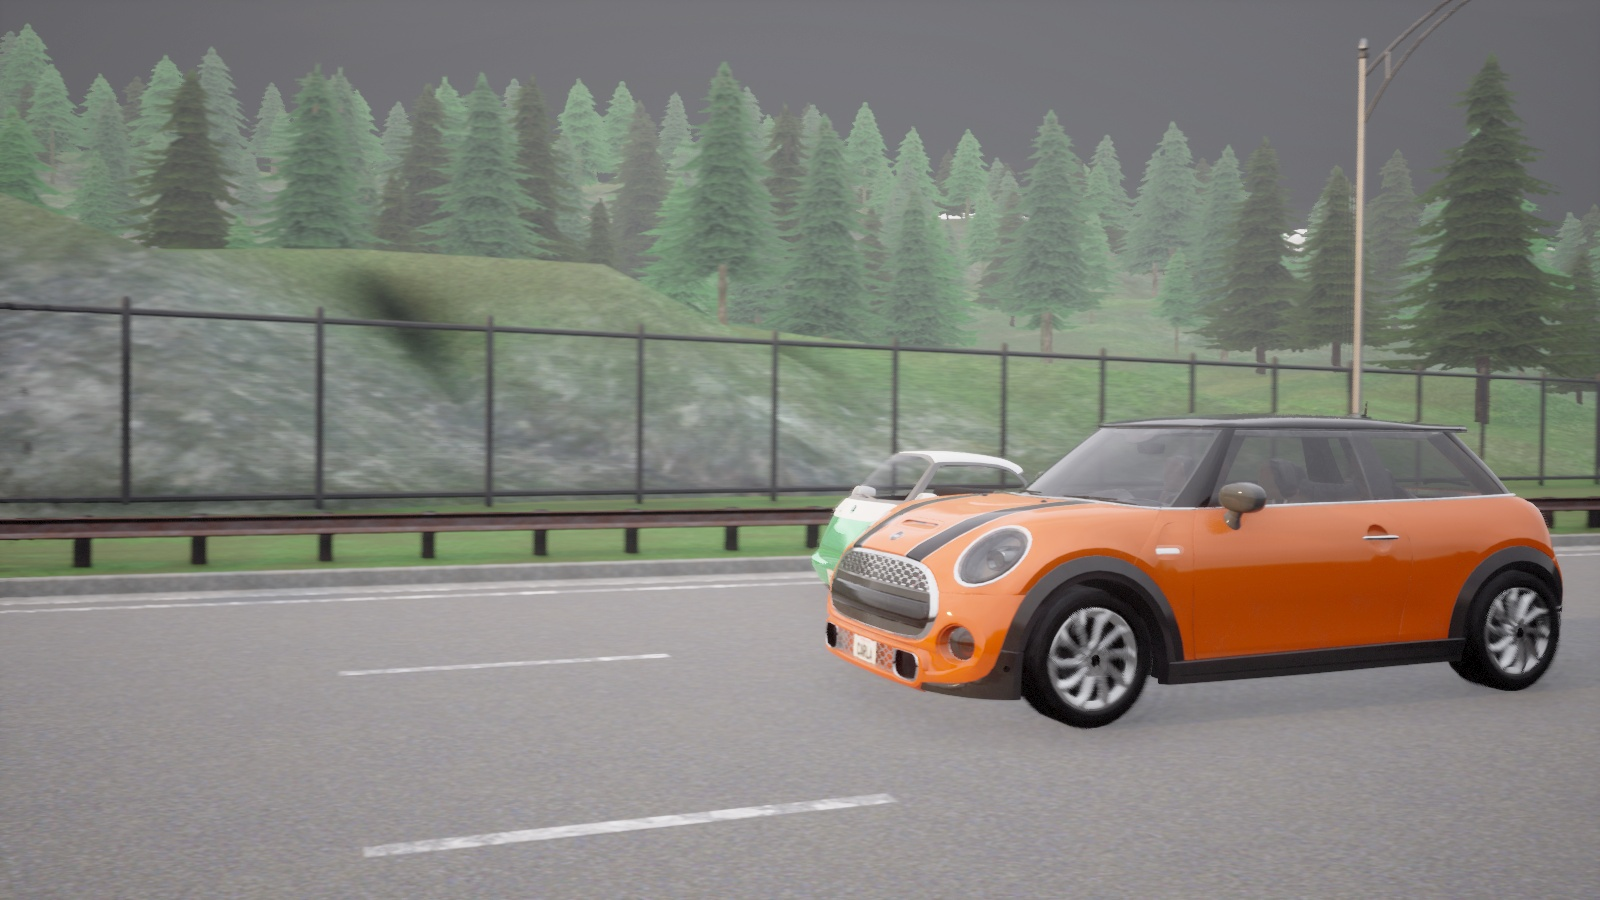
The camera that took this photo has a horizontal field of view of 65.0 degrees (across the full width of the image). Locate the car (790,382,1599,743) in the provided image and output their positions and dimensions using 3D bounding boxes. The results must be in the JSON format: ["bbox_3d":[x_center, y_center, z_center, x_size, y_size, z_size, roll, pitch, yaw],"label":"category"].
[{"bbox_3d":[2.448,0.502,7.925,4.553,1.767,2.097,-1,1,-21],"label":"car"}]

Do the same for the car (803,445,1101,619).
[{"bbox_3d":[1.327,0.657,11.246,2.207,1.376,1.481,-1,1,-21],"label":"car"}]
